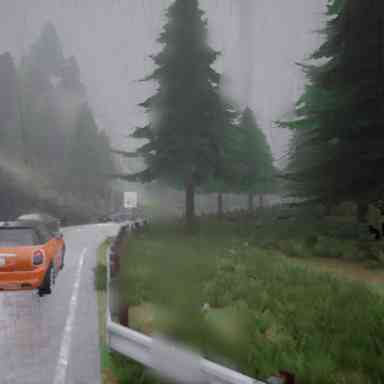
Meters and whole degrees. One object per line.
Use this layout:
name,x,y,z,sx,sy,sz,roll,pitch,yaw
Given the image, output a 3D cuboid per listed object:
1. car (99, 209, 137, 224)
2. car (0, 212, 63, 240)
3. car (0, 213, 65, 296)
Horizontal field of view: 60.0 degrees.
car,-7.292,2.360,33.078,1.994,1.385,4.181,-4,-2,27
car,-10.130,2.067,21.243,1.812,1.442,4.674,-1,-2,3
car,-4.746,1.564,9.119,2.097,1.767,4.553,1,-2,-16
